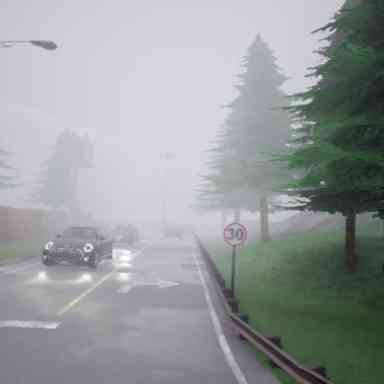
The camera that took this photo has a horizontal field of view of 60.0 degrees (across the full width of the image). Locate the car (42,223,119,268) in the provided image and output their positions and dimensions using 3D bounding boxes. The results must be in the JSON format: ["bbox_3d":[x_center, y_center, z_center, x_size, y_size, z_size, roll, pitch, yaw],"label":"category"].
[{"bbox_3d":[-5.000,2.337,15.203,2.097,1.767,4.553,3,-5,-1],"label":"car"}]

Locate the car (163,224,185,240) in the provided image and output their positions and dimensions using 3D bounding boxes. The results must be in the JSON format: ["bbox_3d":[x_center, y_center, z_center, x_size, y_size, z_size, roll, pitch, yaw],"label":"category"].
[{"bbox_3d":[-2.016,4.343,36.313,1.812,1.442,4.674,3,-4,-1],"label":"car"}]

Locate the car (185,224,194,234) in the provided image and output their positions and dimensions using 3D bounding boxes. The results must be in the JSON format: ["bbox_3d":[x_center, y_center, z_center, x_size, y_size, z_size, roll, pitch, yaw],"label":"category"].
[{"bbox_3d":[-1.374,5.440,49.131,2.033,1.411,5.357,5,-5,-22],"label":"car"}]

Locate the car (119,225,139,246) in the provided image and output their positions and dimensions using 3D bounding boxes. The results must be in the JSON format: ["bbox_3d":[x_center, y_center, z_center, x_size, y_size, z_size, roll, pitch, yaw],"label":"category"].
[{"bbox_3d":[-5.303,3.337,26.173,2.128,1.511,4.902,3,-5,-1],"label":"car"}]
